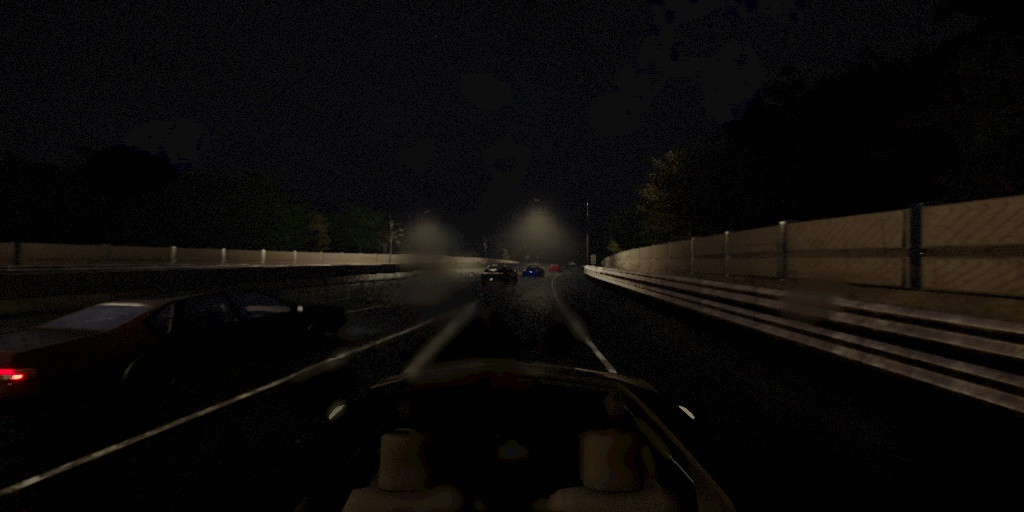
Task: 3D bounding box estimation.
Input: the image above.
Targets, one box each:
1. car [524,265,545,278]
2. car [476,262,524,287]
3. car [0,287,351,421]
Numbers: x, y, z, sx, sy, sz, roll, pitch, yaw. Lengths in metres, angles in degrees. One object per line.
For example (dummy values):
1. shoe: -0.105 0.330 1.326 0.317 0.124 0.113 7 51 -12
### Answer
1. car: 2.449 1.696 40.279 1.994 1.385 4.181 0 -1 13
2. car: -0.826 1.366 25.837 2.128 1.511 4.902 0 -1 13
3. car: -5.283 1.257 6.250 2.033 1.411 5.357 0 0 13
